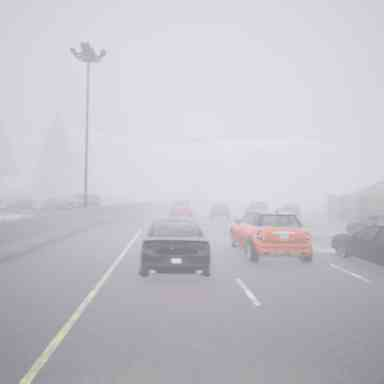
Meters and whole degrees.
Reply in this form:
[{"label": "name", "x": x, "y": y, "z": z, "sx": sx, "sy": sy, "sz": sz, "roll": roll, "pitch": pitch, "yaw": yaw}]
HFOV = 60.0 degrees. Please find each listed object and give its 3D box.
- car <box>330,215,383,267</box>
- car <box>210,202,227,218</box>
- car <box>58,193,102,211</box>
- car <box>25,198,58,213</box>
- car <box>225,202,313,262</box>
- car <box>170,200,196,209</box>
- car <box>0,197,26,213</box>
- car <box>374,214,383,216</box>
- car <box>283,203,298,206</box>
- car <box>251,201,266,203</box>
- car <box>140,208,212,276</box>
[{"label": "car", "x": 6.470, "y": 1.729, "z": 10.574, "sx": 2.033, "sy": 1.411, "sz": 5.357, "roll": 1, "pitch": 0, "yaw": -4}, {"label": "car", "x": 2.832, "y": 1.718, "z": 32.920, "sx": 2.128, "sy": 1.511, "sz": 4.902, "roll": 1, "pitch": 0, "yaw": 7}, {"label": "car", "x": -11.266, "y": 1.167, "z": 34.651, "sx": 2.150, "sy": 2.045, "sz": 5.566, "roll": 1, "pitch": 0, "yaw": 7}, {"label": "car", "x": -14.759, "y": 1.387, "z": 34.910, "sx": 2.128, "sy": 1.511, "sz": 4.902, "roll": 1, "pitch": 0, "yaw": 7}, {"label": "car", "x": 2.816, "y": 1.473, "z": 12.791, "sx": 2.097, "sy": 1.767, "sz": 4.553, "roll": 1, "pitch": 0, "yaw": -4}, {"label": "car", "x": -0.827, "y": 1.497, "z": 31.304, "sx": 2.097, "sy": 1.767, "sz": 4.553, "roll": 1, "pitch": 0, "yaw": 5}, {"label": "car", "x": -18.247, "y": 1.320, "z": 35.190, "sx": 2.128, "sy": 1.511, "sz": 4.902, "roll": 1, "pitch": 0, "yaw": 7}, {"label": "car", "x": 9.580, "y": 1.798, "z": 16.486, "sx": 1.812, "sy": 1.442, "sz": 4.674, "roll": 1, "pitch": 0, "yaw": -4}, {"label": "car", "x": 10.240, "y": 1.857, "z": 34.857, "sx": 1.882, "sy": 1.535, "sz": 5.008, "roll": 0, "pitch": 0, "yaw": 11}, {"label": "car", "x": 6.213, "y": 1.636, "z": 31.674, "sx": 2.097, "sy": 1.767, "sz": 4.553, "roll": 1, "pitch": 0, "yaw": 6}, {"label": "car", "x": -0.542, "y": 1.522, "z": 10.559, "sx": 1.882, "sy": 1.535, "sz": 5.008, "roll": 1, "pitch": 0, "yaw": -4}]
